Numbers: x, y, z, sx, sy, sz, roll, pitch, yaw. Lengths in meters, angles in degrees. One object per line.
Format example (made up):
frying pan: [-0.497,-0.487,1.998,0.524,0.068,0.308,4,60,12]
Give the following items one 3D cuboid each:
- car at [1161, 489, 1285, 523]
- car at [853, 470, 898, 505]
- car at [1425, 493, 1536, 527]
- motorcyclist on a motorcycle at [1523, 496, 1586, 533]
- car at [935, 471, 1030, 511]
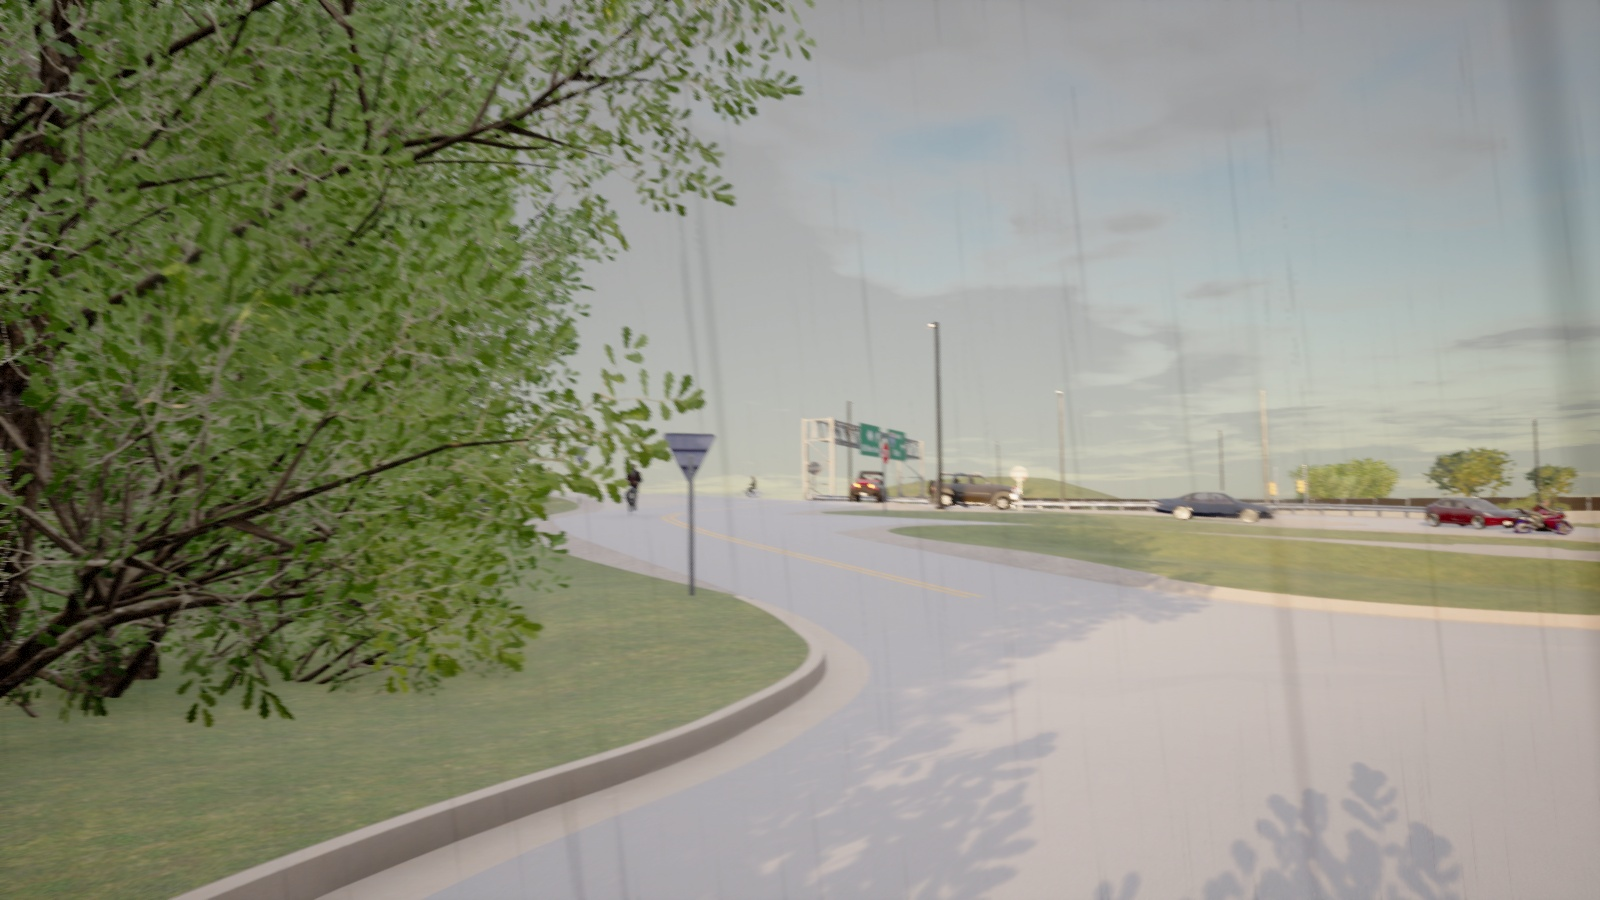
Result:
car: [19.925,2.628,59.161,5.357,1.411,2.033,1,-3,24]
car: [4.371,2.199,72.556,1.905,1.878,3.866,2,-2,13]
car: [33.683,2.963,62.346,2.163,1.488,4.792,-1,-1,-13]
motorcyclist on a motorcycle: [32.417,2.773,53.982,2.191,1.530,0.866,0,-3,22]
car: [9.274,2.097,63.695,4.605,1.855,1.932,2,-2,11]
